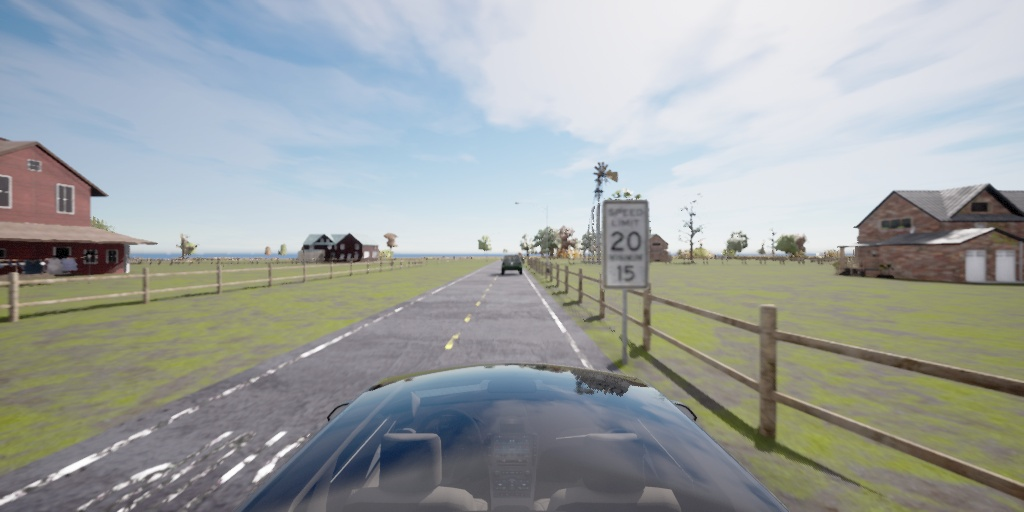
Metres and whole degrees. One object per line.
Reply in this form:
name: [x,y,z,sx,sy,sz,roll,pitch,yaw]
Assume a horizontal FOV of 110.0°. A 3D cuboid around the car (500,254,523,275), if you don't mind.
car: [-0.015,0.833,36.908,2.150,2.045,5.566,0,0,0]
